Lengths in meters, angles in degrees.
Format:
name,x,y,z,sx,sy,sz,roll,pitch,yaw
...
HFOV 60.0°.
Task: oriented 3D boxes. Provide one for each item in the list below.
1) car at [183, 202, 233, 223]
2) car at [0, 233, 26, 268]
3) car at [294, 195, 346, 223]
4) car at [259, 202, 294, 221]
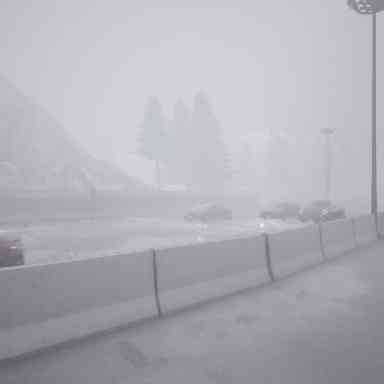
name,x,y,z,sx,sy,sz,roll,pitch,yaw
car,1.359,1.525,25.667,1.812,1.442,4.674,0,0,41
car,-6.582,1.525,7.939,4.674,1.442,1.812,0,0,-37
car,9.641,1.351,24.469,2.097,1.767,4.553,0,0,42
car,7.580,1.548,27.423,2.033,1.411,5.357,0,0,42
